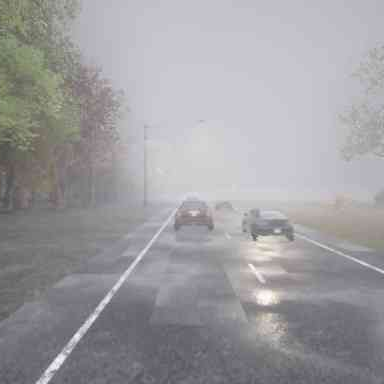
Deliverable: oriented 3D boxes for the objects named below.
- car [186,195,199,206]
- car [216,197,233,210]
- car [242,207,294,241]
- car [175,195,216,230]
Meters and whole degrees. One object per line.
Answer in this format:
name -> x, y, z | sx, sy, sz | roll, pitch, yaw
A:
car -> 0.110, 1.186, 49.226 | 1.882, 1.535, 5.008 | 0, 1, 0
car -> 3.603, 1.302, 38.484 | 1.812, 1.442, 4.674 | 0, 1, 0
car -> 3.558, 1.434, 16.068 | 1.812, 1.442, 4.674 | 0, 0, 1
car -> 0.105, 1.237, 20.154 | 2.097, 1.767, 4.553 | 0, 0, 0
